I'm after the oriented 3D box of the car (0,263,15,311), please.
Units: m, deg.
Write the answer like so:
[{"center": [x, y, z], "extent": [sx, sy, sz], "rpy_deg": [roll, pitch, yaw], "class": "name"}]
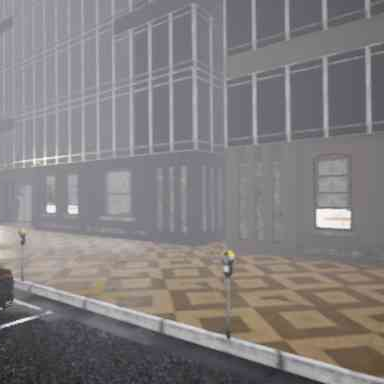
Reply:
[{"center": [-5.208, 1.633, 6.580], "extent": [4.403, 1.369, 2.008], "rpy_deg": [-1, 0, 35], "class": "car"}]
